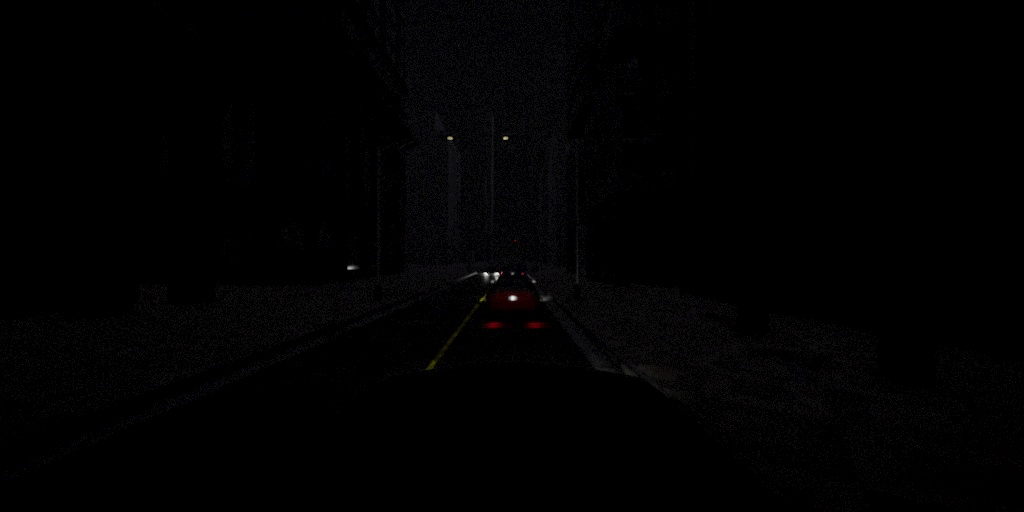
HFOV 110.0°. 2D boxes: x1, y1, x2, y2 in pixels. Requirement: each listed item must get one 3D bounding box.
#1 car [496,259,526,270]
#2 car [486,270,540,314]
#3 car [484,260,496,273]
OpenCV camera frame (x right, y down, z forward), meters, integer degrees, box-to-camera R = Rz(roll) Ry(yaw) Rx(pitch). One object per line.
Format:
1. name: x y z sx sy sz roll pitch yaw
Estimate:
1. car: 0.046 1.375 29.145 2.097 1.767 4.553 0 -1 0
2. car: 0.049 1.445 14.415 1.994 1.385 4.181 0 0 1
3. car: -3.040 1.753 54.059 1.837 1.490 4.892 0 -1 1
